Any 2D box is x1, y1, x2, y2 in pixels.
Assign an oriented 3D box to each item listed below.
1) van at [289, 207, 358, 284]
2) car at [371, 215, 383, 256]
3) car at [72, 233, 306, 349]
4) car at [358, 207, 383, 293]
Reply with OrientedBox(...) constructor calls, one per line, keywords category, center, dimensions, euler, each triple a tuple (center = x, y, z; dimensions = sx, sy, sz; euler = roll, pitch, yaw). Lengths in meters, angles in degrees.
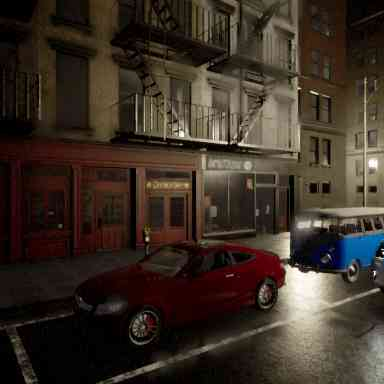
OrientedBox(category="van", center=(4.410, 1.341, 9.296), dimensions=(3.998, 1.788, 1.690), euler=(0, 0, -35))
OrientedBox(category="car", center=(8.826, 1.550, 12.415), dimensions=(4.403, 1.369, 2.008), euler=(0, 0, -35))
OrientedBox(category="car", center=(-0.005, 1.582, 6.176), dimensions=(4.206, 1.307, 1.802), euler=(0, 0, -35))
OrientedBox(category="car", center=(6.344, 1.220, 7.465), dimensions=(5.566, 2.045, 2.150), euler=(0, 0, -34))
